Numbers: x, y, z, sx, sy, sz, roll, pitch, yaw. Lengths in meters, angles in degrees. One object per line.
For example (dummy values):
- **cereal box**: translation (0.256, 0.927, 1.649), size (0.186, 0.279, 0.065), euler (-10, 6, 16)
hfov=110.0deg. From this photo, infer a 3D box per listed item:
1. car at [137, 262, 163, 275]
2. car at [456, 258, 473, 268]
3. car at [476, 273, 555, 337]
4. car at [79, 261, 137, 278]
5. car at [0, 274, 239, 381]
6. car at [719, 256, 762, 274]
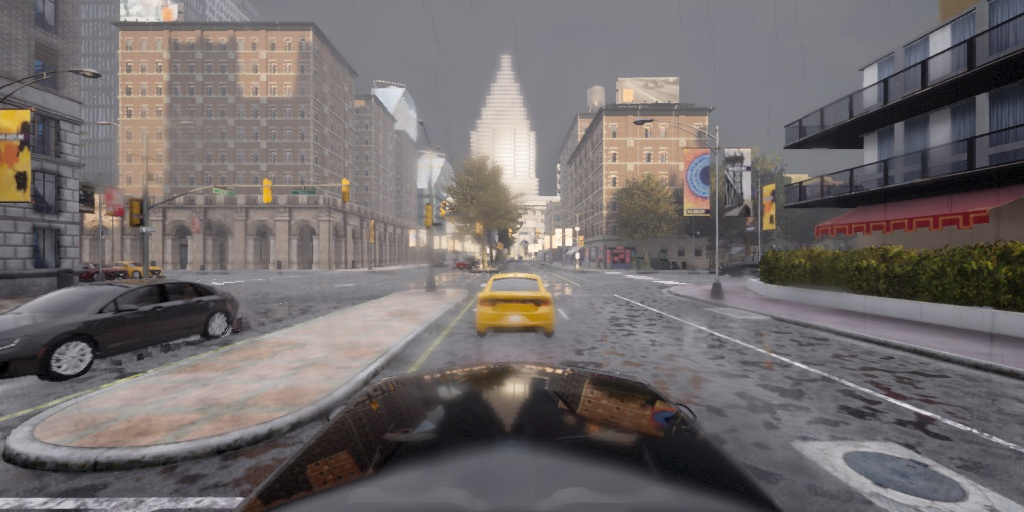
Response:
- **car**: translation (-34.580, 1.228, 32.372), size (5.008, 1.535, 1.882), euler (0, 0, 0)
- **car**: translation (-7.999, 1.351, 59.114), size (1.895, 1.301, 4.718), euler (0, 0, 0)
- **car**: translation (0.093, 1.228, 10.374), size (1.882, 1.535, 5.008), euler (0, 0, 0)
- **car**: translation (-33.944, 1.228, 28.874), size (5.008, 1.535, 1.882), euler (0, 0, 0)
- **car**: translation (-7.993, 1.257, 7.264), size (1.837, 1.490, 4.892), euler (0, -1, 0)
- **car**: translation (26.005, 0.971, 39.721), size (5.566, 2.045, 2.150), euler (0, 0, 0)
